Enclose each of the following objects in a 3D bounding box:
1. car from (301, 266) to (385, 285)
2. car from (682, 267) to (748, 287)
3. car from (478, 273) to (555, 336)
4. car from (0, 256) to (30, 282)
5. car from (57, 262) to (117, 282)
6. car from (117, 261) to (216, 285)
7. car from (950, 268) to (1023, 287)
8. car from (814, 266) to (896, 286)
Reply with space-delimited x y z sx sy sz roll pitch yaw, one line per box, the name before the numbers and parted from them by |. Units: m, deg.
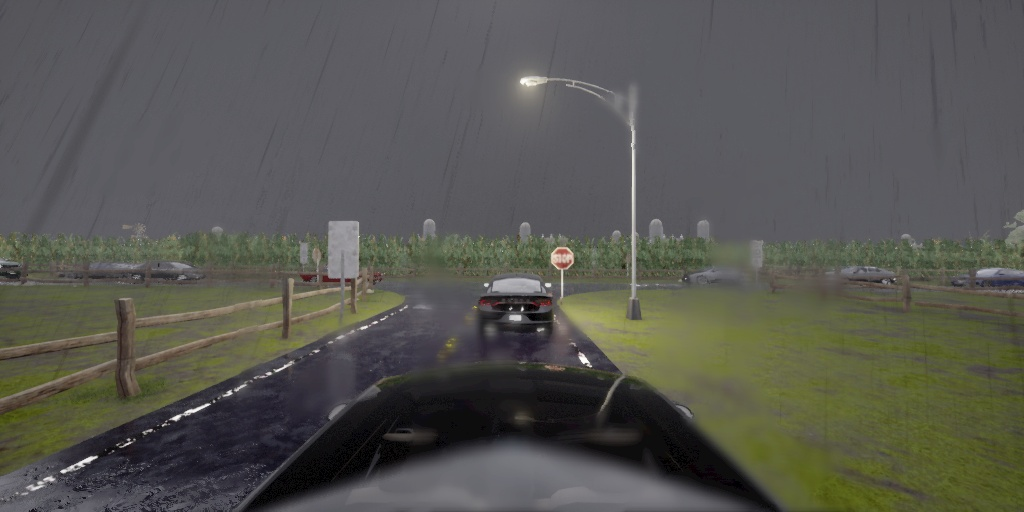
car | -10.699 1.258 22.954 4.718 1.301 1.895 0 -1 6
car | 14.719 1.470 26.116 4.181 1.385 1.994 0 -1 1
car | 0.152 1.230 10.478 1.882 1.535 5.008 0 0 2
car | -35.497 0.722 23.545 5.566 2.045 2.150 0 -1 1
car | -29.860 1.131 26.445 5.357 1.411 2.033 0 -1 0
car | -22.189 1.089 23.438 4.892 1.490 1.837 0 -1 0
car | 34.805 1.601 25.955 4.674 1.442 1.812 0 -1 1
car | 24.830 1.481 26.039 4.902 1.511 2.128 0 -1 0
